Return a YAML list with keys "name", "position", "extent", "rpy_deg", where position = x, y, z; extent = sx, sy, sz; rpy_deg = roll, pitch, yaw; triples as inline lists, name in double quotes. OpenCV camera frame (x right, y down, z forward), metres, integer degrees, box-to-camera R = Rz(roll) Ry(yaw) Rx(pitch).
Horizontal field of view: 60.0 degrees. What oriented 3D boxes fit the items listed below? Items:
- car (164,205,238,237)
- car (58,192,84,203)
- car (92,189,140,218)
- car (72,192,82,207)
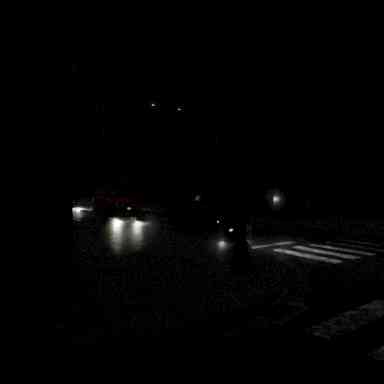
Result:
- name: "car"
  position: [0.510, 1.376, 16.865]
  extent: [1.895, 1.301, 4.718]
  rpy_deg: [0, 1, -35]
- name: "car"
  position: [-17.182, 0.712, 47.125]
  extent: [2.033, 1.411, 5.357]
  rpy_deg: [0, 1, -35]
- name: "car"
  position: [-6.146, 0.813, 26.326]
  extent: [2.150, 2.045, 5.566]
  rpy_deg: [0, 1, -35]
- name: "car"
  position: [-13.959, 0.846, 37.455]
  extent: [2.128, 1.511, 4.902]
  rpy_deg: [0, 2, -35]
